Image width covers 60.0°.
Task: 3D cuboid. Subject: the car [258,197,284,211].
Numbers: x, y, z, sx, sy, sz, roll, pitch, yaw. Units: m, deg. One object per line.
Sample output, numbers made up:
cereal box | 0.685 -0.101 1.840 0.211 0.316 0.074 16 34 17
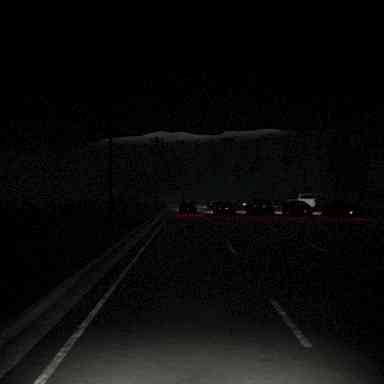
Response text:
car | 9.952 1.492 42.416 2.128 1.511 4.902 0 0 -1

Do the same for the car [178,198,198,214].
car | -0.438 1.492 35.556 2.128 1.511 4.902 0 0 -1

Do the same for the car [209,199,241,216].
car | 3.106 1.547 32.757 2.033 1.411 5.357 0 0 -1

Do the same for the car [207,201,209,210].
car | 2.932 1.601 43.478 1.895 1.301 4.718 0 0 -1

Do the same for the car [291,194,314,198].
car | 13.472 1.221 41.455 2.150 2.045 5.566 0 0 -1

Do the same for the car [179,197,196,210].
car | -0.589 1.492 44.969 2.128 1.511 4.902 0 0 -1

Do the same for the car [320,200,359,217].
car | 13.634 1.505 30.977 1.837 1.490 4.892 0 0 -1

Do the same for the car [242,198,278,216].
car | 6.602 1.352 32.774 2.097 1.767 4.553 0 0 -1

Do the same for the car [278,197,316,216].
car | 10.113 1.526 32.071 1.812 1.442 4.674 0 0 -1
